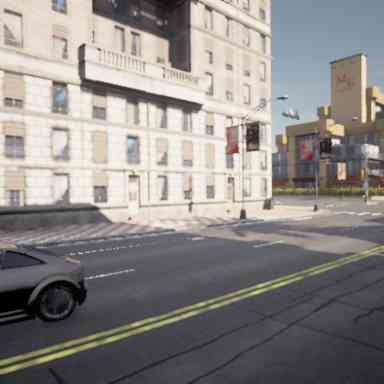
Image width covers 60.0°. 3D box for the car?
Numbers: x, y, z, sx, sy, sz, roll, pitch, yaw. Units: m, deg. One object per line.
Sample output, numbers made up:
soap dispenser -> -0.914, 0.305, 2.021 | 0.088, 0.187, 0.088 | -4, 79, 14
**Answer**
car -> -3.979, 1.567, 5.615 | 4.181, 1.385, 1.994 | -1, 1, -36
